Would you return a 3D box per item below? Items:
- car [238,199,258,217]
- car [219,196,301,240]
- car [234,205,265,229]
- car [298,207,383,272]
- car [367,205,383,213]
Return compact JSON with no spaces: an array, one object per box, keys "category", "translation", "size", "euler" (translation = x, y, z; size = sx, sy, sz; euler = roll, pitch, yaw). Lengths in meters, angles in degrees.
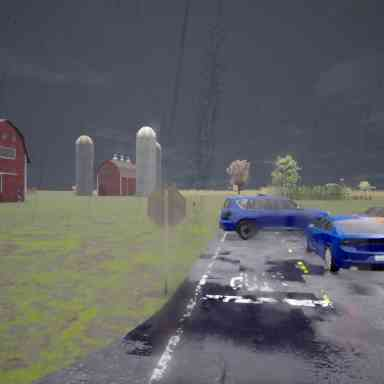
[{"category":"car","translation":[5.557,1.502,32.976],"size":[1.837,1.490,4.892],"euler":[0,0,9]},{"category":"car","translation":[4.113,1.219,16.502],"size":[5.566,2.045,2.150],"euler":[0,0,1]},{"category":"car","translation":[3.881,1.601,22.673],"size":[1.895,1.301,4.718],"euler":[0,0,9]},{"category":"car","translation":[4.947,1.481,10.661],"size":[1.882,1.535,5.008],"euler":[0,0,7]},{"category":"car","translation":[8.712,1.371,15.069],"size":[2.097,1.767,4.553],"euler":[0,0,-37]}]
